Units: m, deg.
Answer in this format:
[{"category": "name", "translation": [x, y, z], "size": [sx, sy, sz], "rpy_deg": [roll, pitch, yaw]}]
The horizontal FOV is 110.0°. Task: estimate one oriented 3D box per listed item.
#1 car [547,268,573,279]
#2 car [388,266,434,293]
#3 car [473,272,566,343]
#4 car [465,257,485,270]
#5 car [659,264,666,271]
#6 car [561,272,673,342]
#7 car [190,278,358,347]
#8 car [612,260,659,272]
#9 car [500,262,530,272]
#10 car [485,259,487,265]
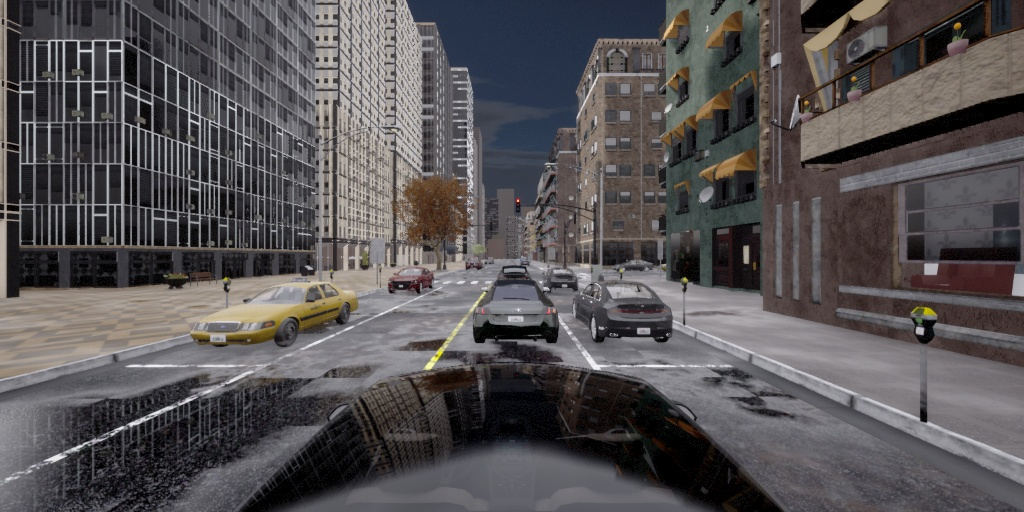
[{"category": "car", "translation": [2.701, 1.305, 20.576], "size": [2.007, 1.370, 4.403], "rpy_deg": [0, 0, 0]}, {"category": "car", "translation": [-5.679, 1.299, 20.582], "size": [1.888, 1.381, 4.507], "rpy_deg": [0, 0, 0]}, {"category": "car", "translation": [0.092, 1.315, 9.659], "size": [1.994, 1.385, 4.181], "rpy_deg": [0, 0, 0]}, {"category": "car", "translation": [-5.659, 1.098, 52.969], "size": [2.192, 1.841, 5.009], "rpy_deg": [0, 0, 0]}, {"category": "car", "translation": [18.857, 1.006, 40.037], "size": [4.829, 1.417, 1.751], "rpy_deg": [0, 0, -1]}, {"category": "car", "translation": [2.694, 1.301, 9.510], "size": [2.007, 1.370, 4.403], "rpy_deg": [0, 0, 0]}, {"category": "car", "translation": [-5.686, 1.276, 9.346], "size": [1.751, 1.417, 4.829], "rpy_deg": [0, 0, 0]}, {"category": "car", "translation": [13.459, 1.108, 39.985], "size": [4.403, 1.370, 2.007], "rpy_deg": [0, 0, -1]}, {"category": "car", "translation": [0.116, 1.259, 19.708], "size": [1.837, 1.490, 4.892], "rpy_deg": [0, 0, -1]}, {"category": "car", "translation": [-5.655, 1.356, 58.492], "size": [1.948, 1.339, 4.313], "rpy_deg": [0, 0, 0]}]
